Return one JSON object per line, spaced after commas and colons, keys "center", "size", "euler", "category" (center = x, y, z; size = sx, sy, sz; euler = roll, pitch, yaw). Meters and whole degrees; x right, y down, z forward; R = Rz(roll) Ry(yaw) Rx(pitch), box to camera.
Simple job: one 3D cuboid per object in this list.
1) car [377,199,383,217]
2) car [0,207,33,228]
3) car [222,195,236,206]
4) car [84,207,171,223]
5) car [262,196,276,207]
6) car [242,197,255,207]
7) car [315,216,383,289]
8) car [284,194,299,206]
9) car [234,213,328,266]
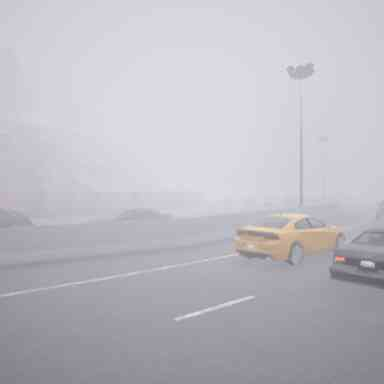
{"center": [17.090, 1.368, 28.443], "size": [2.097, 1.767, 4.553], "euler": [0, 0, 32], "category": "car"}
{"center": [-11.192, 1.590, 17.698], "size": [4.892, 1.490, 1.837], "euler": [0, 0, -38], "category": "car"}
{"center": [6.431, 1.481, 58.188], "size": [2.097, 1.767, 4.553], "euler": [0, 0, 12], "category": "car"}
{"center": [-3.588, 1.611, 19.502], "size": [5.357, 1.411, 2.033], "euler": [0, 0, -44], "category": "car"}
{"center": [12.091, 1.447, 51.998], "size": [2.097, 1.767, 4.553], "euler": [0, 0, 15], "category": "car"}
{"center": [9.322, 1.617, 55.131], "size": [1.837, 1.490, 4.892], "euler": [0, 0, 14], "category": "car"}
{"center": [5.510, 1.552, 8.658], "size": [5.357, 1.411, 2.033], "euler": [0, 0, -43], "category": "car"}
{"center": [16.702, 1.310, 55.907], "size": [2.150, 2.045, 5.566], "euler": [0, 0, 12], "category": "car"}
{"center": [3.608, 1.497, 11.765], "size": [5.008, 1.535, 1.882], "euler": [0, 0, -42], "category": "car"}
